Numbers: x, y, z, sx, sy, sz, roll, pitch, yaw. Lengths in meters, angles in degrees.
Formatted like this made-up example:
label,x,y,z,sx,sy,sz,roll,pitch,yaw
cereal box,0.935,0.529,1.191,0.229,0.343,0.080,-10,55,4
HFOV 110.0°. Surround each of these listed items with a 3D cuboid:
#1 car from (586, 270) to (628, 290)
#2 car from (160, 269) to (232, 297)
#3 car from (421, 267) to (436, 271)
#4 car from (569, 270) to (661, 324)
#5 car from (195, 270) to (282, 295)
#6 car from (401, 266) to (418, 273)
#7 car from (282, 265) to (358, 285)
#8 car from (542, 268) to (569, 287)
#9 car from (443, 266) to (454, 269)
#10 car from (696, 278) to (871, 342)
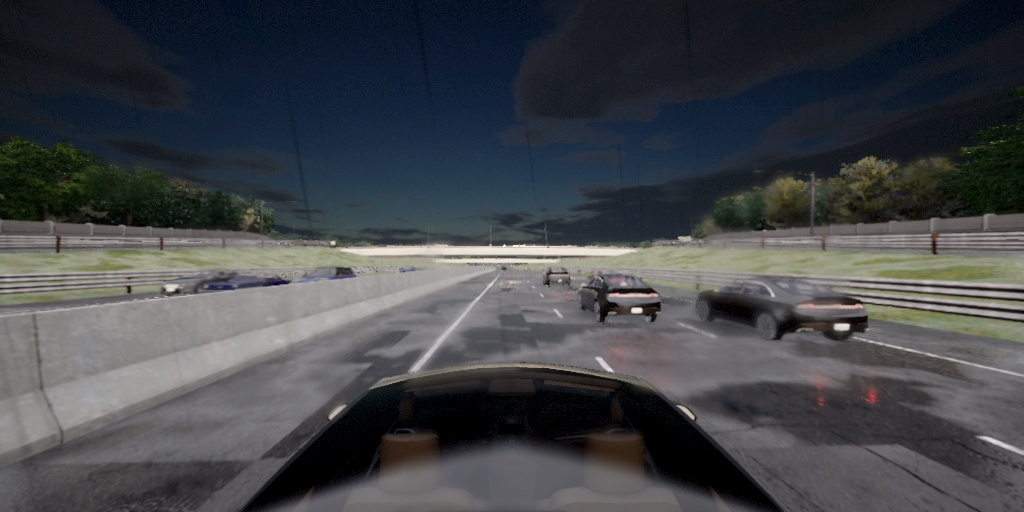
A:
label,x,y,z,sx,sy,sz,roll,pitch,yaw
car,7.035,1.744,27.089,1.895,1.301,4.718,0,-1,0
car,-17.636,1.527,20.957,2.128,1.511,4.902,0,-1,0
car,-14.380,2.571,62.202,1.895,1.301,4.718,0,-2,0
car,3.585,1.388,12.729,2.128,1.511,4.902,0,-1,0
car,-14.131,1.611,19.551,1.895,1.301,4.718,0,-1,0
car,-17.888,2.456,62.512,1.882,1.535,5.008,0,-1,0
car,-10.636,1.381,20.664,2.097,1.767,4.553,0,-1,0
car,3.526,1.668,28.767,2.128,1.511,4.902,0,-1,0
car,-10.891,2.499,62.362,1.812,1.442,4.674,0,-1,0
car,7.087,1.349,10.127,2.128,1.511,4.902,0,-1,0
